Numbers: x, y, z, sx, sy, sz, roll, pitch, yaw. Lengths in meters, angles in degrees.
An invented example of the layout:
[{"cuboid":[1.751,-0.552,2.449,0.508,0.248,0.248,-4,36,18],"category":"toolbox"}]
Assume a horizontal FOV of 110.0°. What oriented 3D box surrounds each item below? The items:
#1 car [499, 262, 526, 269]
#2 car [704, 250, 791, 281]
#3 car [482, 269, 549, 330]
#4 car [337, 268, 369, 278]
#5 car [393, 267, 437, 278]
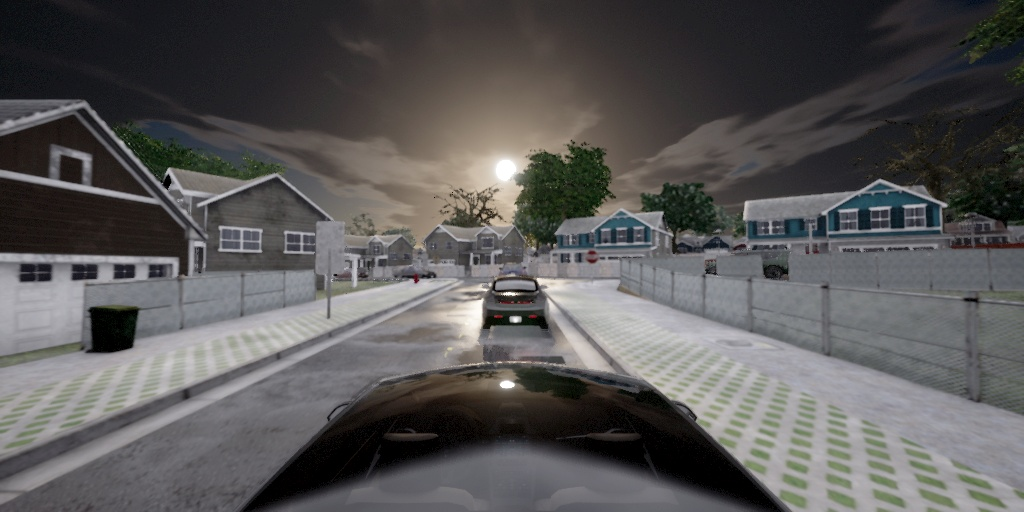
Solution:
[{"cuboid":[0.060,1.273,28.238,2.097,1.767,4.553,-3,1,0],"category":"car"},{"cuboid":[16.247,0.671,24.875,5.566,2.045,2.150,-2,-3,36],"category":"car"},{"cuboid":[0.096,1.342,11.440,1.837,1.490,4.892,0,0,0],"category":"car"},{"cuboid":[-20.019,2.232,45.071,4.181,1.385,1.994,-2,-2,30],"category":"car"},{"cuboid":[-10.735,1.874,39.486,5.357,1.411,2.033,-2,-2,32],"category":"car"}]
